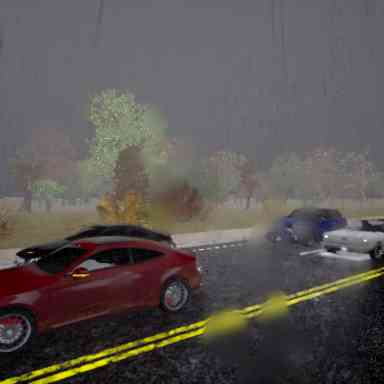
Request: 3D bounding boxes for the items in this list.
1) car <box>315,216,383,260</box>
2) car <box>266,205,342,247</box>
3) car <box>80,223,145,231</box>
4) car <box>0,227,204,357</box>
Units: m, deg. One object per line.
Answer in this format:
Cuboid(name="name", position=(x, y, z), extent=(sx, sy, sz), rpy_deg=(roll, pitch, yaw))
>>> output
Cuboid(name="car", position=(7.206, 1.755, 13.272), extent=(4.718, 1.301, 1.895), rpy_deg=(0, -1, -37))
Cuboid(name="car", position=(5.669, 1.552, 16.187), extent=(4.553, 1.767, 2.097), rpy_deg=(1, -1, -37))
Cuboid(name="car", position=(-2.616, 1.671, 9.869), extent=(4.674, 1.442, 1.812), rpy_deg=(1, -1, -37))
Cuboid(name="car", position=(-1.875, 1.621, 6.344), extent=(4.674, 1.442, 1.812), rpy_deg=(1, -1, -37))
